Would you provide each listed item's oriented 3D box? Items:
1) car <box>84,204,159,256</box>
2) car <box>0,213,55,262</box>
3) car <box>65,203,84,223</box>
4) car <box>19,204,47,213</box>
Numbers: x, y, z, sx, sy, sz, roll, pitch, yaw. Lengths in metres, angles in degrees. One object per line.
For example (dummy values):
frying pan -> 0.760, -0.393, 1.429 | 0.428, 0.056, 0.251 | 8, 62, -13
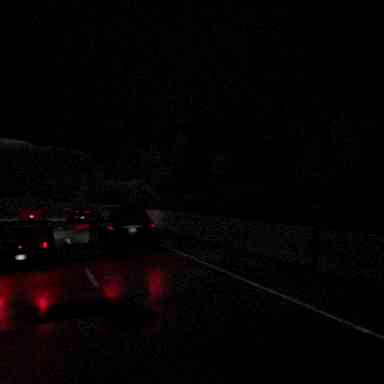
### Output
car -> -2.986, 1.395, 13.763 | 2.097, 1.767, 4.553 | 0, 0, -24
car -> -5.981, 1.658, 11.893 | 1.895, 1.301, 4.718 | 0, 0, -24
car -> -9.353, 1.707, 27.585 | 1.837, 1.490, 4.892 | 0, 0, -24
car -> -13.034, 1.711, 27.233 | 1.882, 1.535, 5.008 | 0, 0, -24
